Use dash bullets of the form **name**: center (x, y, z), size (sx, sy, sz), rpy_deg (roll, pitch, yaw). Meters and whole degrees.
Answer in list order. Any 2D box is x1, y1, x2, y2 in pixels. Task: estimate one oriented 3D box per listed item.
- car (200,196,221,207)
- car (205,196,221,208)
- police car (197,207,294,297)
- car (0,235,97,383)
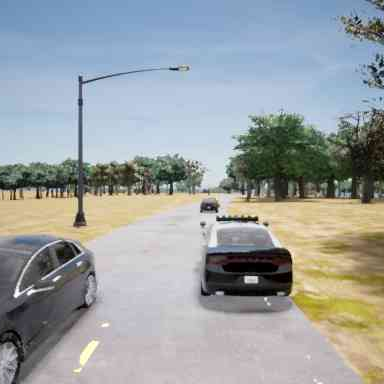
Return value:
- **car**: center (1.968, 1.430, 36.765), size (1.882, 1.535, 5.008), rpy_deg (0, 0, 6)
- **car**: center (2.996, 1.367, 47.141), size (1.882, 1.535, 5.008), rpy_deg (0, 0, 8)
- **police car**: center (1.170, 1.432, 8.779), size (1.930, 1.638, 5.238), rpy_deg (0, 0, 1)
- **car**: center (-2.890, 1.508, 5.047), size (1.837, 1.490, 4.892), rpy_deg (0, 0, 1)
